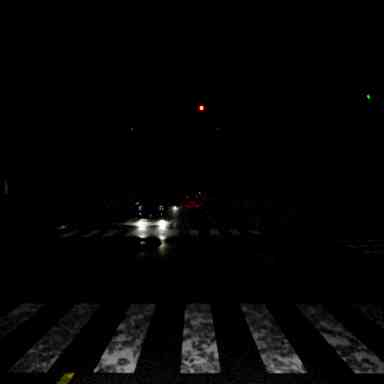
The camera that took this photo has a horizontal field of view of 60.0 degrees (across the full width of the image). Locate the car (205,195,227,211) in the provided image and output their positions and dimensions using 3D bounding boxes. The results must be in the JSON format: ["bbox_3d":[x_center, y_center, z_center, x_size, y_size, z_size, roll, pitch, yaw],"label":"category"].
[{"bbox_3d":[2.777,1.326,36.166,1.887,1.381,4.507,0,0,0],"label":"car"}]

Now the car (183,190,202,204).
[{"bbox_3d":[0.047,0.901,54.514,2.150,2.045,5.566,0,0,0],"label":"car"}]

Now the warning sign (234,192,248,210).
[{"bbox_3d":[5.072,0.905,34.778,1.300,1.860,1.060,0,1,0],"label":"warning sign"}]

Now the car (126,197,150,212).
[{"bbox_3d":[-5.778,1.326,36.185,1.887,1.381,4.507,0,0,0],"label":"car"}]

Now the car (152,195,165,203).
[{"bbox_3d":[-5.774,1.241,58.284,1.802,1.307,4.206,0,0,0],"label":"car"}]

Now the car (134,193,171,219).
[{"bbox_3d":[-3.098,1.186,27.062,2.097,1.767,4.553,0,0,0],"label":"car"}]

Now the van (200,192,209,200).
[{"bbox_3d":[2.769,0.909,74.842,1.690,1.788,3.998,0,0,0],"label":"van"}]

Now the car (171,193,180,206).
[{"bbox_3d":[-3.083,1.224,47.224,1.837,1.490,4.892,0,0,0],"label":"car"}]

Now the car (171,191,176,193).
[{"bbox_3d":[-5.769,1.034,85.738,1.752,1.417,4.829,0,0,0],"label":"car"}]

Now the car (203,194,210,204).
[{"bbox_3d":[2.776,1.295,41.692,1.887,1.381,4.507,0,0,0],"label":"car"}]

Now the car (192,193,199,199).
[{"bbox_3d":[0.902,0.968,84.974,1.801,1.575,5.366,0,0,0],"label":"car"}]

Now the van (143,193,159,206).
[{"bbox_3d":[-5.777,1.061,47.233,1.690,1.788,3.998,0,0,0],"label":"van"}]

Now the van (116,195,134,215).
[{"bbox_3d":[-5.780,1.154,30.658,1.690,1.788,3.998,0,0,0],"label":"van"}]

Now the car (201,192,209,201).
[{"bbox_3d":[2.774,1.214,52.912,1.752,1.417,4.829,0,0,0],"label":"car"}]

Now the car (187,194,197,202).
[{"bbox_3d":[0.001,1.127,65.048,1.837,1.490,4.892,0,0,0],"label":"car"}]

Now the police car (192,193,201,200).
[{"bbox_3d":[0.901,0.993,74.894,1.930,1.638,5.238,0,0,0],"label":"police car"}]

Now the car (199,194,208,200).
[{"bbox_3d":[2.768,1.089,80.369,2.008,1.369,4.403,0,0,0],"label":"car"}]

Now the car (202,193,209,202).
[{"bbox_3d":[2.775,1.264,47.217,1.887,1.381,4.507,0,0,0],"label":"car"}]
